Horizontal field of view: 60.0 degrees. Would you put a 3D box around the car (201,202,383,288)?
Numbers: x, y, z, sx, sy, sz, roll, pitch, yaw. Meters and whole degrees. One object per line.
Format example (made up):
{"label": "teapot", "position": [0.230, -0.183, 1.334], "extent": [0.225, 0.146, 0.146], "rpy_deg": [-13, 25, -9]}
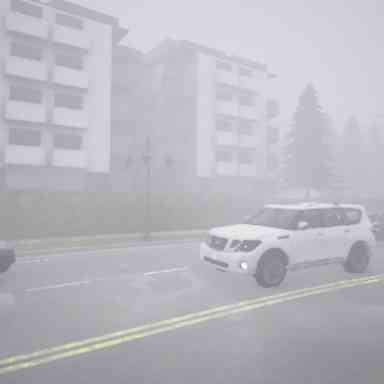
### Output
{"label": "car", "position": [2.993, 1.331, 9.787], "extent": [5.566, 2.045, 2.150], "rpy_deg": [1, -1, -29]}

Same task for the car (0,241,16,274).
{"label": "car", "position": [-6.781, 1.575, 7.637], "extent": [4.718, 1.301, 1.895], "rpy_deg": [1, -1, -34]}
